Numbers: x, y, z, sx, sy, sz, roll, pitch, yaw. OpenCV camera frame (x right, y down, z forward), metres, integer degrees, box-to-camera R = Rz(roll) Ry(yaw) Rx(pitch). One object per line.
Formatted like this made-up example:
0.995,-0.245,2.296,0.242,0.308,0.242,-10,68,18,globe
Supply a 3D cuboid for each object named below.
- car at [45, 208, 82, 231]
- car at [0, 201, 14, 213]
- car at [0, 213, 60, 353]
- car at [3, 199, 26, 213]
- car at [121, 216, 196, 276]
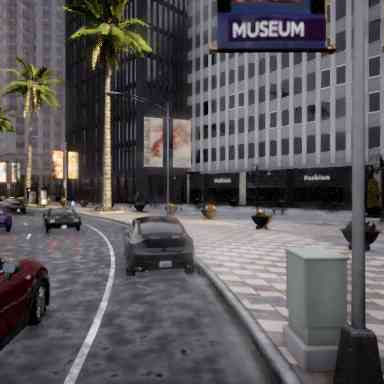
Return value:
-7.972,1.593,20.075,1.895,1.301,4.718,0,0,-27,car
-11.862,1.514,19.880,1.812,1.442,4.674,0,0,-29,car
-3.429,1.349,4.106,2.097,1.767,4.553,0,0,-6,car
-18.542,1.487,34.067,1.837,1.490,4.892,0,0,-44,car
-1.179,1.503,10.450,1.837,1.490,4.892,0,0,-13,car
